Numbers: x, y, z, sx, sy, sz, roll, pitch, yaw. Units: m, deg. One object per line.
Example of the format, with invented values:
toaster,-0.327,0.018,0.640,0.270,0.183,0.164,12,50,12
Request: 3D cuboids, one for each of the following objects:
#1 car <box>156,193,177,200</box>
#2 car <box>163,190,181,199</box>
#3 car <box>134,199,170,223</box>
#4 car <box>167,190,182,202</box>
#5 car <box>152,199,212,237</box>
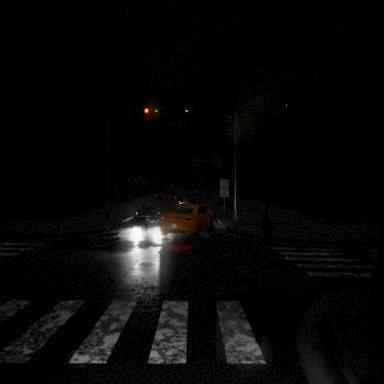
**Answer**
car,-2.875,1.170,33.794,1.837,1.490,4.892,0,1,0
car,-2.873,0.706,44.191,2.150,2.045,5.566,0,1,0
car,-2.868,1.425,23.682,1.895,1.301,4.718,0,1,0
car,-2.835,0.634,54.208,2.097,1.767,4.553,0,1,0
car,-0.190,1.383,17.739,1.882,1.535,5.008,2,1,15
